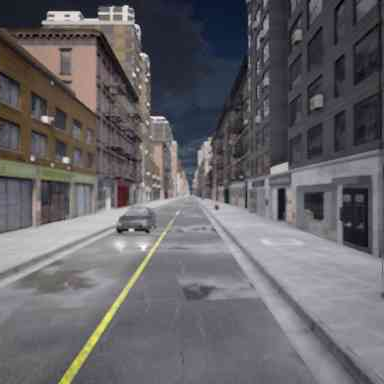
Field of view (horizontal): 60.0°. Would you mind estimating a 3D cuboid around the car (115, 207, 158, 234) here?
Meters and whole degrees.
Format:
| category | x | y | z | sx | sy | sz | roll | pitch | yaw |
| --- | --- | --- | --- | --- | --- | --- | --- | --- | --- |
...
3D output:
| category | x | y | z | sx | sy | sz | roll | pitch | yaw |
| --- | --- | --- | --- | --- | --- | --- | --- | --- | --- |
| car | -3.135 | 1.601 | 19.880 | 2.033 | 1.411 | 5.357 | 0 | 0 | 0 |
